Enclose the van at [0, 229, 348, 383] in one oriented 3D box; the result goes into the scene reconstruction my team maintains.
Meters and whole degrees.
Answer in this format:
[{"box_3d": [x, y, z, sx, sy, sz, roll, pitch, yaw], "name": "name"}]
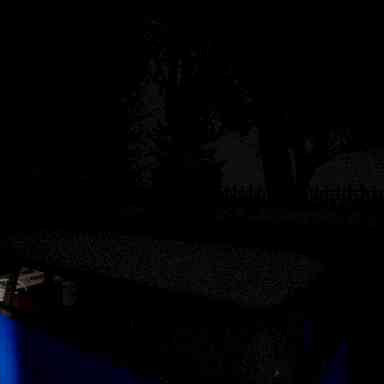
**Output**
[{"box_3d": [-0.649, 1.341, 3.174, 3.998, 1.788, 1.690, 0, 0, 35], "name": "van"}]
